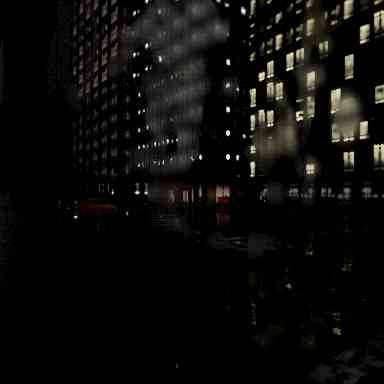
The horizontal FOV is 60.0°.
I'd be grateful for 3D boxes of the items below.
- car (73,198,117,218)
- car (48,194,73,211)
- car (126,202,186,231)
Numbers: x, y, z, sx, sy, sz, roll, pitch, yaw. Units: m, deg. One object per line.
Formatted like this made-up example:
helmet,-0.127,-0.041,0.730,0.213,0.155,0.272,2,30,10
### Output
car,-7.857,1.254,27.340,1.882,1.535,5.008,0,0,-37
car,-13.745,1.045,35.268,2.097,1.767,4.553,0,0,-37
car,-2.227,1.344,19.771,2.128,1.511,4.902,0,0,-37
